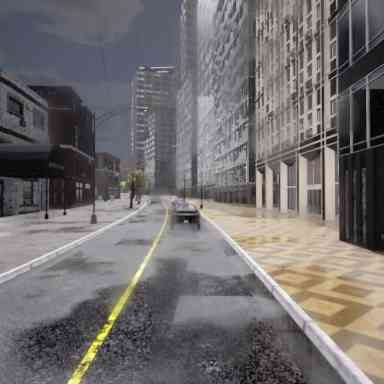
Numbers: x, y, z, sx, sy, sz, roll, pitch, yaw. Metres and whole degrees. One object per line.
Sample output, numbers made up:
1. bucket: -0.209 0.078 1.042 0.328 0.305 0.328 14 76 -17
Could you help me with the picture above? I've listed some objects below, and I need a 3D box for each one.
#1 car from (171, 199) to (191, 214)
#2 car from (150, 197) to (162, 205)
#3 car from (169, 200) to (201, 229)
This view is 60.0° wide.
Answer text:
1. car: -1.321 1.536 36.590 2.033 1.411 5.357 0 0 -4
2. car: -6.102 1.515 56.569 2.033 1.411 5.357 0 0 -6
3. car: -0.450 1.491 21.722 2.128 1.511 4.902 0 0 -2
